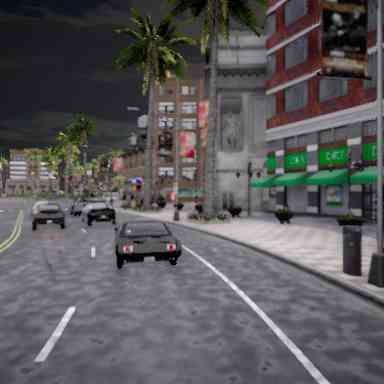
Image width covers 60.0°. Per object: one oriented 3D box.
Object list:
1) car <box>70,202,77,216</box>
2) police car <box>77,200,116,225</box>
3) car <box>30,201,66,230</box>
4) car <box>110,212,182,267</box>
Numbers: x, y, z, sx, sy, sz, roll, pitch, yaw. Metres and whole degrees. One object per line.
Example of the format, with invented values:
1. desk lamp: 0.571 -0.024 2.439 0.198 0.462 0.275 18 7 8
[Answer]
1. car: -10.750 1.585 32.584 1.994 1.385 4.181 0 0 -26
2. police car: -6.920 1.436 24.363 1.930 1.638 5.238 0 0 -25
3. car: -9.330 1.524 21.575 1.837 1.490 4.892 0 -1 -25
4. car: -1.724 1.600 11.470 1.895 1.301 4.718 0 0 -14
